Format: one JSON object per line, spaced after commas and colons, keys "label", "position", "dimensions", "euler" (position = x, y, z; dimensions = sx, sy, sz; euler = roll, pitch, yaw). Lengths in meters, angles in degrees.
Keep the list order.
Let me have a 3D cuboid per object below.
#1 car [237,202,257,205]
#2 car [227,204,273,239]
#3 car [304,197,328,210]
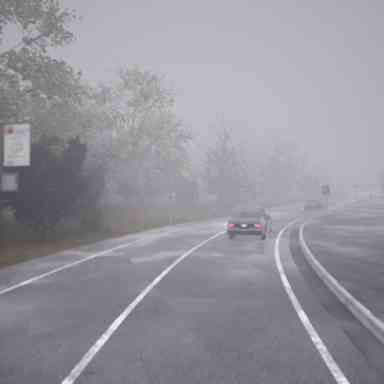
{"label": "car", "position": [4.866, 1.659, 30.049], "dimensions": [2.128, 1.511, 4.902], "euler": [-3, -1, 28]}
{"label": "car", "position": [3.189, 1.595, 17.667], "dimensions": [2.033, 1.411, 5.357], "euler": [-1, 0, 18]}
{"label": "car", "position": [14.792, 1.335, 39.604], "dimensions": [1.994, 1.385, 4.181], "euler": [-3, 0, 33]}
